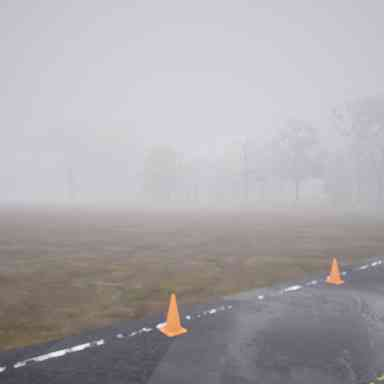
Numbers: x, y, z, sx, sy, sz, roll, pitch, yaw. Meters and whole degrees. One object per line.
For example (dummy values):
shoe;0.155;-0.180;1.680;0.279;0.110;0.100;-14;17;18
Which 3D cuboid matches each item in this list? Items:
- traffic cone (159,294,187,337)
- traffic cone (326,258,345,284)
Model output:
traffic cone;-0.304;1.963;5.404;0.340;0.580;0.340;0;0;-37
traffic cone;3.610;1.976;8.401;0.340;0.580;0.340;0;0;-38
